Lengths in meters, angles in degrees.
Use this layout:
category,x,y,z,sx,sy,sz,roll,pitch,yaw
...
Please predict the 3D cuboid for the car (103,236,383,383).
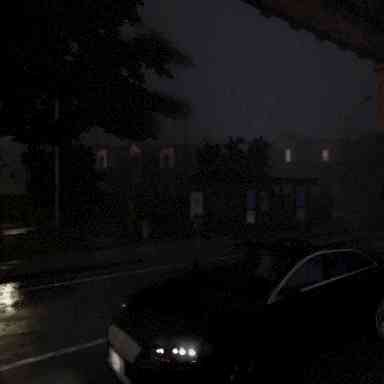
category,x,y,z,sx,sy,sz,roll,pitch,yaw
car,1.217,1.471,4.851,4.902,1.511,2.128,0,0,-35
